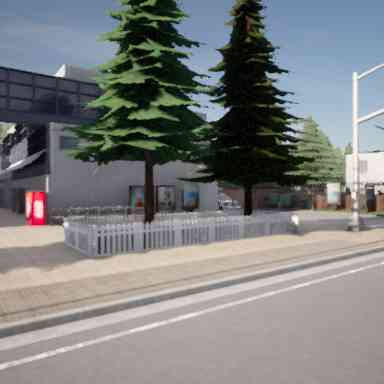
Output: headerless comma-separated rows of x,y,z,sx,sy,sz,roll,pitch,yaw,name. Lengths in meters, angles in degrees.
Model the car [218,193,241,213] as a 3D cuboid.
2.771,1.175,35.581,2.150,2.045,5.566,0,2,-34,car
